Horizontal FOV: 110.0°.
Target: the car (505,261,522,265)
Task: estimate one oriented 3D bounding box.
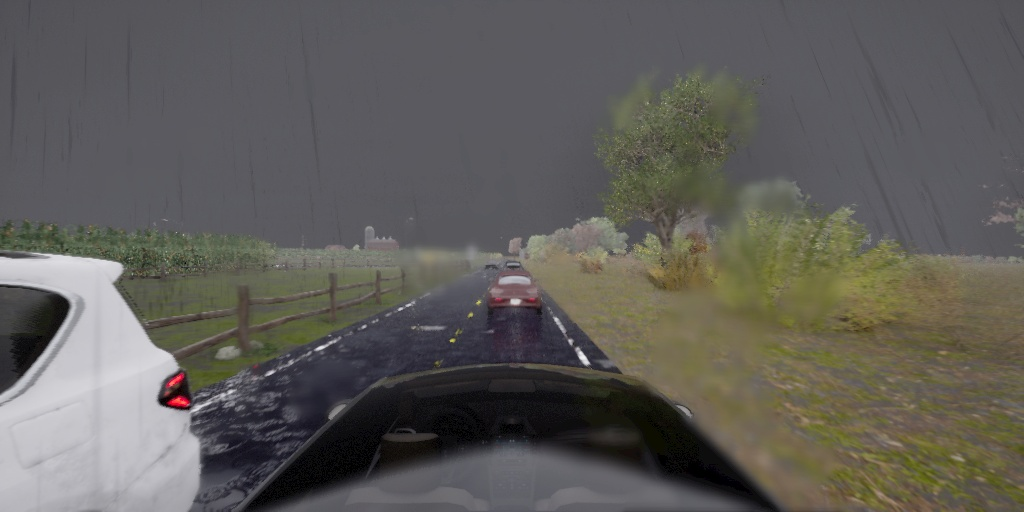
[{"bbox_3d":[0.108,1.187,30.652,1.837,1.490,4.892,0,0,0],"label":"car"}]

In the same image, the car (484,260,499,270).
[{"bbox_3d":[-2.740,1.256,48.438,1.895,1.301,4.718,0,0,0],"label":"car"}]

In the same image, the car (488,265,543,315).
[{"bbox_3d":[0.102,1.245,13.394,1.812,1.442,4.674,0,0,0],"label":"car"}]
